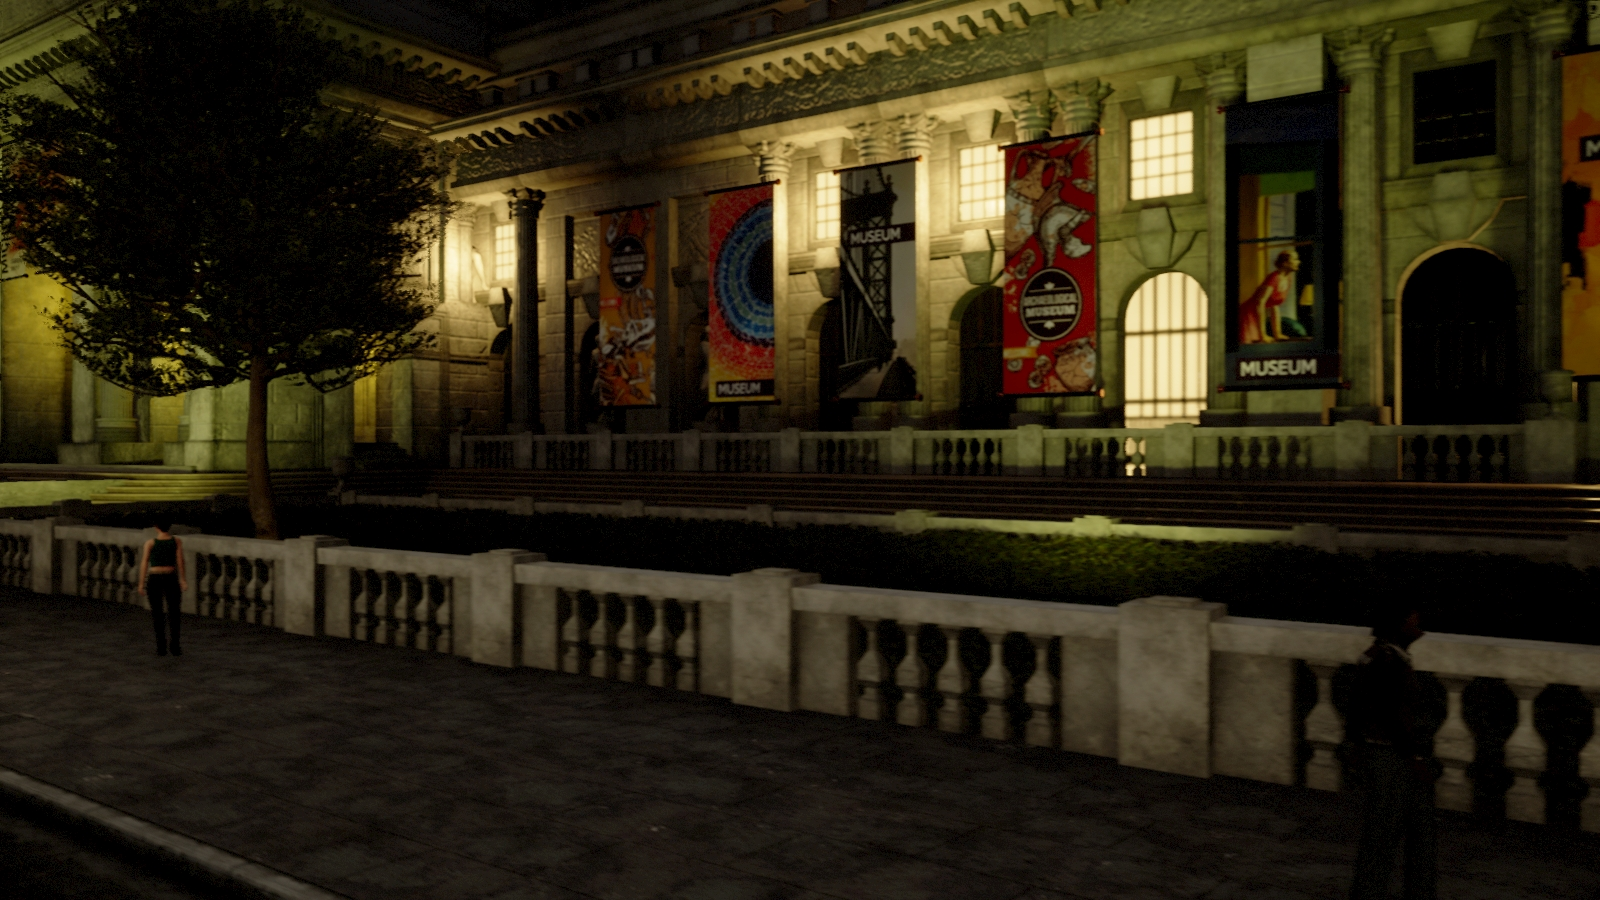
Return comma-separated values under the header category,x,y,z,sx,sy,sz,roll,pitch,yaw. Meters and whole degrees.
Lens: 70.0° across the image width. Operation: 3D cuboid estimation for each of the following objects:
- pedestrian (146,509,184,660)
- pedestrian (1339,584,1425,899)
category,x,y,z,sx,sy,sz,roll,pitch,yaw
pedestrian,-8.091,1.697,14.548,0.375,1.860,0.375,0,0,-37
pedestrian,3.187,1.696,6.270,0.375,1.860,0.375,0,0,20
